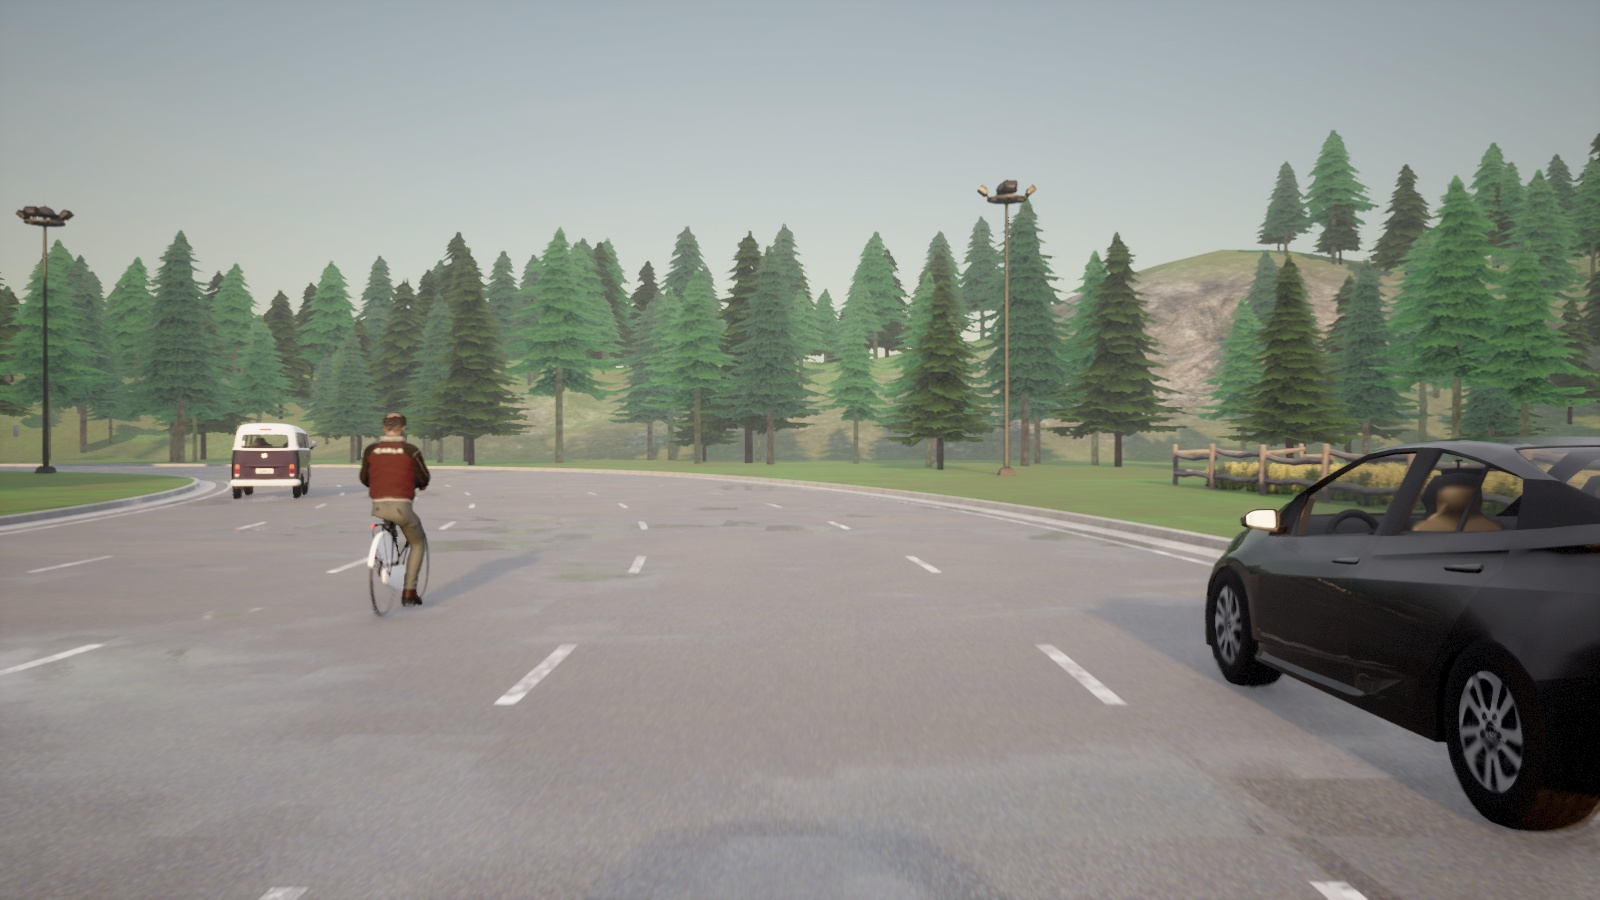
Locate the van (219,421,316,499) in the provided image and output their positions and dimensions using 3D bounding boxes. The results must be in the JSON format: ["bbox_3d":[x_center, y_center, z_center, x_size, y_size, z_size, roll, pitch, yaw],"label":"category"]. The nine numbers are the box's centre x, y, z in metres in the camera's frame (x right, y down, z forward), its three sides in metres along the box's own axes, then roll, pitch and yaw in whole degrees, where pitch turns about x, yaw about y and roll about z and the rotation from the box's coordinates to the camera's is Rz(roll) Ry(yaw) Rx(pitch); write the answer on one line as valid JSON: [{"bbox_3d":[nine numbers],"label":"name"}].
[{"bbox_3d":[-14.809,0.261,35.164,2.069,2.038,4.480,0,0,-17],"label":"van"}]

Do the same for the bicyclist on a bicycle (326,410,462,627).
[{"bbox_3d":[-3.562,0.551,11.184,0.659,1.776,1.843,0,1,-2],"label":"bicyclist on a bicycle"}]

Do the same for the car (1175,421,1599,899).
[{"bbox_3d":[3.542,0.661,6.236,2.007,1.525,4.514,0,0,0],"label":"car"}]
